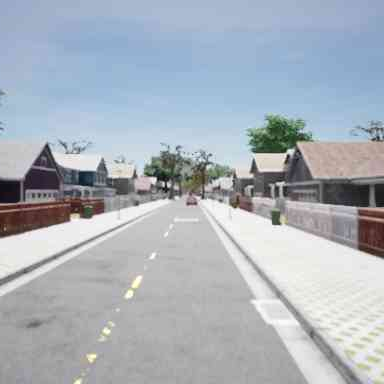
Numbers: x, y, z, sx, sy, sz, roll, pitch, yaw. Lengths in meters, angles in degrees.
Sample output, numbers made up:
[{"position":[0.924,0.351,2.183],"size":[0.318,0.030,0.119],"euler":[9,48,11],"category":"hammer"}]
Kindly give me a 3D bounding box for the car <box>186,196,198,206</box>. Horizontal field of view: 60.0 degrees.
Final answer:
[{"position":[-0.024,1.645,57.647],"size":[1.994,1.385,4.181],"euler":[0,0,0],"category":"car"}]

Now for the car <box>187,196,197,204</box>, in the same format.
[{"position":[-0.028,1.566,67.652],"size":[1.837,1.490,4.892],"euler":[0,0,0],"category":"car"}]
